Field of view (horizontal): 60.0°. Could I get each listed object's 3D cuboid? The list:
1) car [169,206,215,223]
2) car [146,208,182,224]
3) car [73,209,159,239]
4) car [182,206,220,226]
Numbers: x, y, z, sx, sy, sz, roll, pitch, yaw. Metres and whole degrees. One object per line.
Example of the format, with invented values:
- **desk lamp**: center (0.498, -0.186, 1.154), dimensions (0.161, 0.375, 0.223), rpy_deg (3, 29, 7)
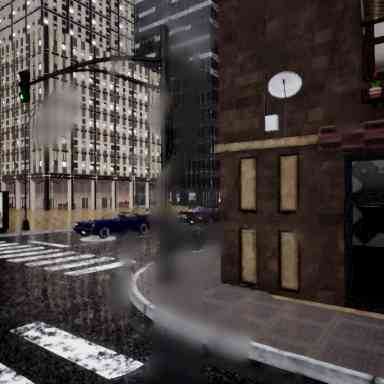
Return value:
- **car**: center (0.059, 1.974, 30.163), dimensions (2.008, 1.369, 4.403), rpy_deg (-2, -2, 35)
- **car**: center (-3.134, 1.893, 25.600), dimensions (2.008, 1.369, 4.403), rpy_deg (-2, -2, 35)
- **car**: center (-4.364, 1.835, 19.155), dimensions (1.895, 1.301, 4.718), rpy_deg (-1, -1, 36)
- **car**: center (1.541, 1.929, 27.508), dimensions (2.033, 1.411, 5.357), rpy_deg (-1, -1, 35)
